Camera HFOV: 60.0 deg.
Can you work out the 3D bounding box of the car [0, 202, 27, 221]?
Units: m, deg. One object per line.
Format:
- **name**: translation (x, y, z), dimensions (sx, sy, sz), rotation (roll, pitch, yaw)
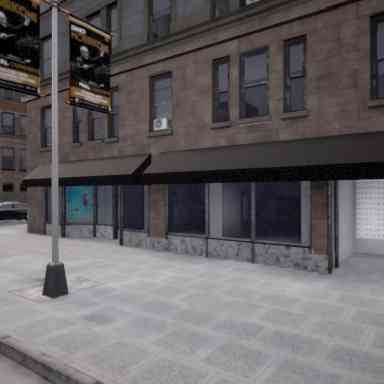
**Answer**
- **car**: translation (-14.125, 1.542, 25.231), dimensions (1.837, 1.490, 4.892), rotation (0, 0, 37)
